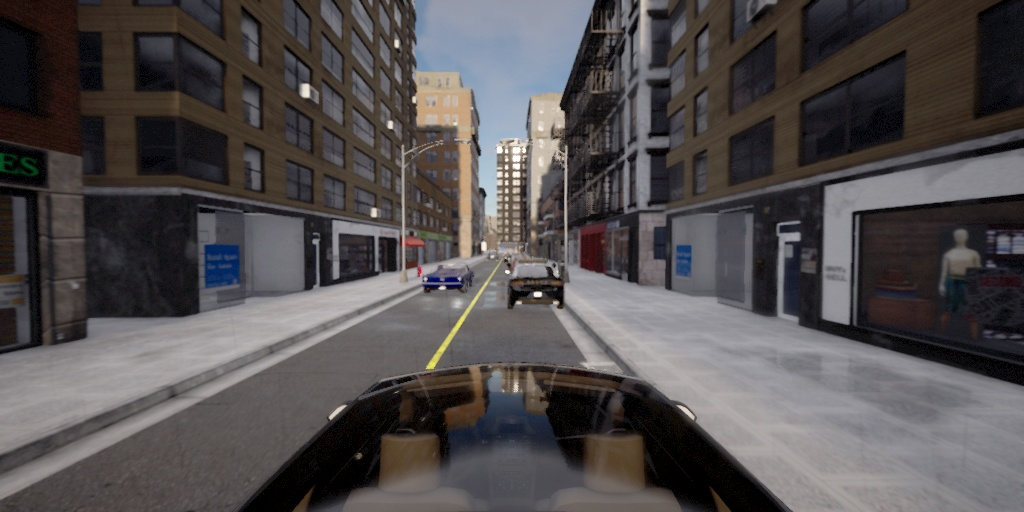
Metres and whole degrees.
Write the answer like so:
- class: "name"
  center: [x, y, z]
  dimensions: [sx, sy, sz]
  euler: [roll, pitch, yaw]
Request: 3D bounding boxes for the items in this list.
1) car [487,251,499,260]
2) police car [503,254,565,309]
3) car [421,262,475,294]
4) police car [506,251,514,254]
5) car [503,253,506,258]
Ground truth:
- class: "car"
  center: [-3.081, -0.087, 58.617]
  dimensions: [2.128, 1.511, 4.902]
  euler: [0, 1, 0]
- class: "police car"
  center: [0.769, 0.901, 13.479]
  dimensions: [1.930, 1.638, 5.238]
  euler: [0, 1, 0]
- class: "car"
  center: [-2.925, 0.990, 17.209]
  dimensions: [1.895, 1.301, 4.718]
  euler: [0, 1, 0]
- class: "police car"
  center: [0.690, 0.525, 29.475]
  dimensions: [1.930, 1.638, 5.238]
  euler: [0, 1, 0]
- class: "car"
  center: [-0.208, 0.232, 49.573]
  dimensions: [1.895, 1.301, 4.718]
  euler: [0, 1, 0]
